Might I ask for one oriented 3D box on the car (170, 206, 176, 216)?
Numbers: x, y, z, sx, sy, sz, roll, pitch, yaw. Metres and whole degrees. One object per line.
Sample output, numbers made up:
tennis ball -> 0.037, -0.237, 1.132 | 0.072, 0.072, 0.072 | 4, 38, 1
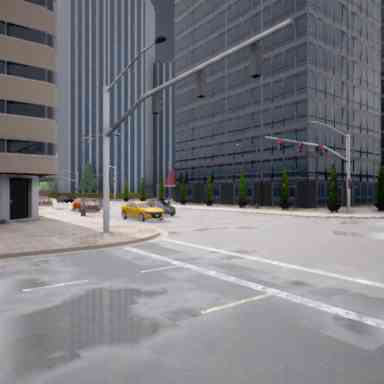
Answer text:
car -> -3.403, 1.560, 32.344 | 1.837, 1.490, 4.892 | 0, 0, -37

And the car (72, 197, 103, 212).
car -> -12.167, 1.407, 38.280 | 2.097, 1.767, 4.553 | 0, 0, -37

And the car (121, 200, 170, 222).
car -> -4.144, 1.533, 27.469 | 1.882, 1.535, 5.008 | 0, 0, -37

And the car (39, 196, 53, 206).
car -> -24.821, 1.405, 55.485 | 2.097, 1.767, 4.553 | 0, 0, -37

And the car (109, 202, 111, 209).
car -> -12.542, 1.546, 44.664 | 2.128, 1.511, 4.902 | 0, 0, -36
